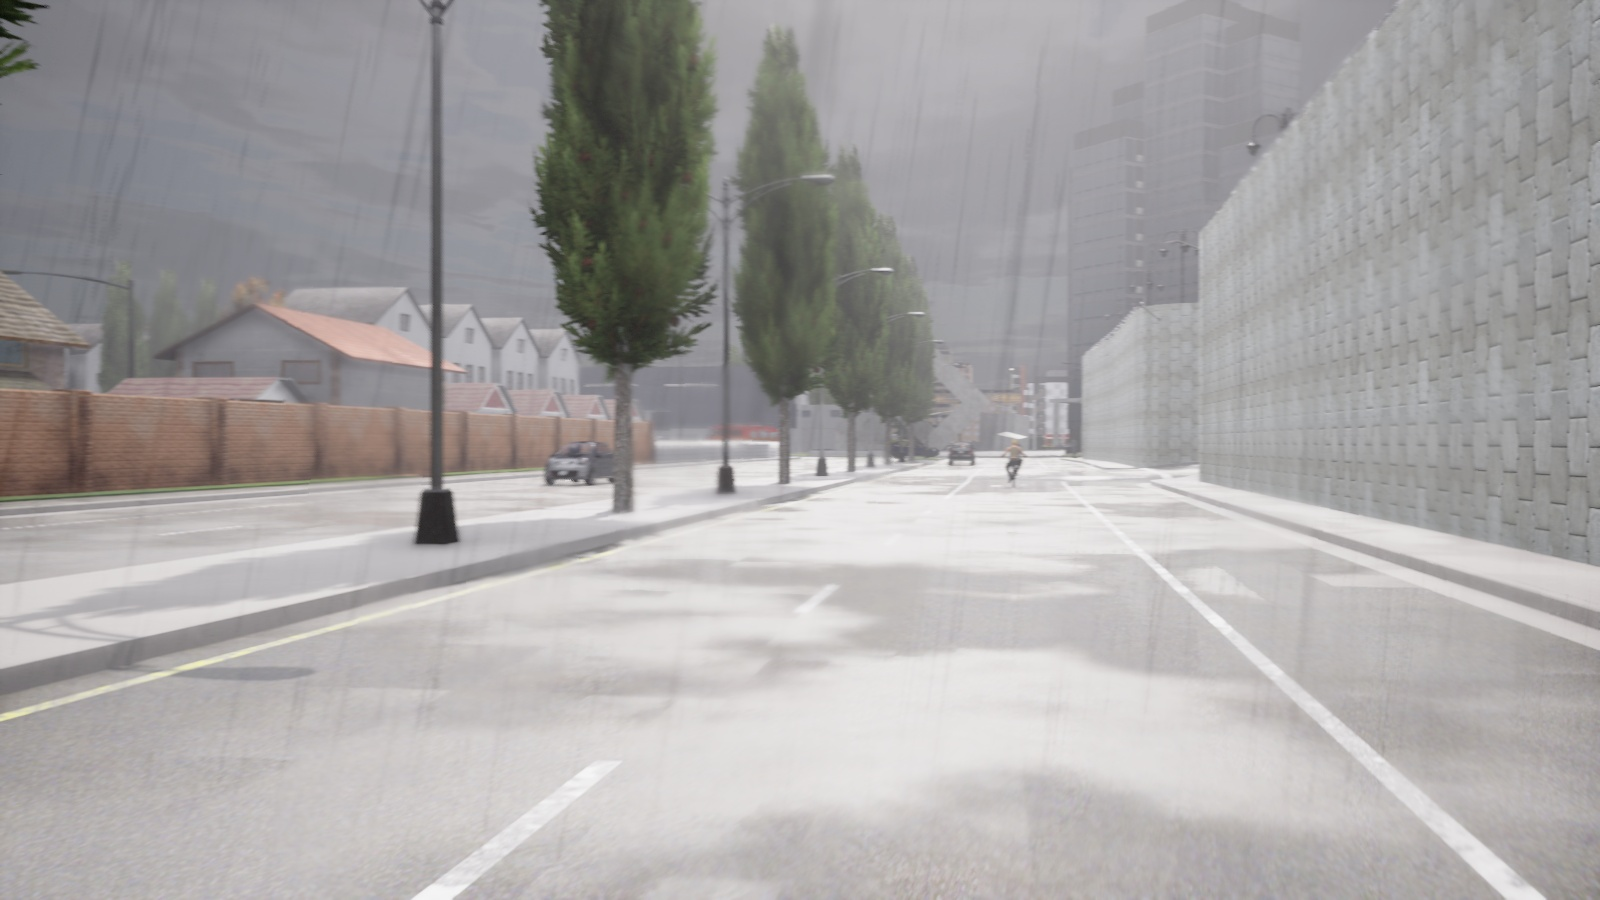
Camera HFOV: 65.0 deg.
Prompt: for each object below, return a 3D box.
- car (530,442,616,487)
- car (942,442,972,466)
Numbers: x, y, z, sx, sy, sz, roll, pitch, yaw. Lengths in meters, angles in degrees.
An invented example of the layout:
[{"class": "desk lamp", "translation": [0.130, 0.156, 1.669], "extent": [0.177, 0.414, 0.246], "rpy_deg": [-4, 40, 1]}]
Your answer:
[{"class": "car", "translation": [-7.883, 0.466, 43.945], "extent": [1.845, 1.501, 3.633], "rpy_deg": [0, 0, 10]}, {"class": "car", "translation": [10.339, 0.244, 82.647], "extent": [1.789, 1.549, 3.705], "rpy_deg": [0, 0, 10]}]
